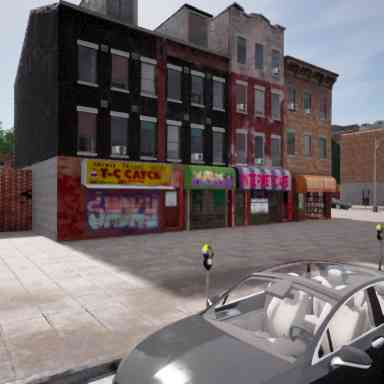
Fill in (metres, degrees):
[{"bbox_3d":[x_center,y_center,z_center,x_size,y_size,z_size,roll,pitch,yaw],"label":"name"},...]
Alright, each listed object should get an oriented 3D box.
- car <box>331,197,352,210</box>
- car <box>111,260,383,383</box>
[{"bbox_3d":[16.655,1.383,39.979,1.837,1.490,4.892,0,0,-36],"label":"car"},{"bbox_3d":[1.290,1.552,3.719,4.403,1.369,2.008,0,0,-35],"label":"car"}]
